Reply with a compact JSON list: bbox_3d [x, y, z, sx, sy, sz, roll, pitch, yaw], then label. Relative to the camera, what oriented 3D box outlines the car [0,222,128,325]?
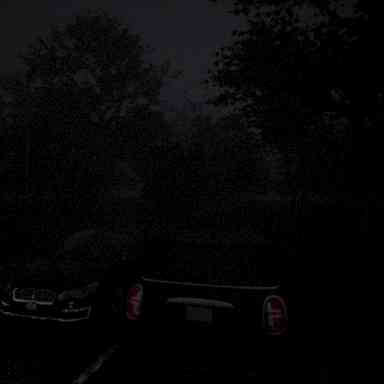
[{"bbox_3d":[-1.785,1.476,7.354,2.231,1.521,4.892,1,-1,15],"label":"car"}]

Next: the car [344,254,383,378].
[{"bbox_3d":[3.066,1.528,3.924,2.002,1.452,4.674,1,-1,15],"label":"car"}]

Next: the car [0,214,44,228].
[{"bbox_3d":[-6.684,1.496,10.705,2.163,1.488,4.792,1,-1,14],"label":"car"}]

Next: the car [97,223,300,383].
[{"bbox_3d":[0.625,1.355,5.612,2.185,1.767,4.553,0,-1,15],"label":"car"}]
